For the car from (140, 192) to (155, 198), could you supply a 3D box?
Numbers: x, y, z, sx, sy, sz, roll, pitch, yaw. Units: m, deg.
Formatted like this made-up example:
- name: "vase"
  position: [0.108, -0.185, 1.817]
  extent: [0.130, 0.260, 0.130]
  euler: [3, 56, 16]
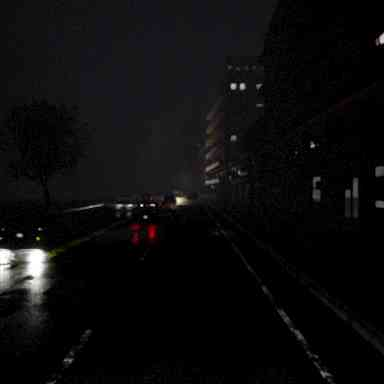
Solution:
- name: "car"
  position: [-6.760, 0.908, 50.503]
  extent: [2.097, 1.767, 4.553]
  euler: [0, 1, -1]

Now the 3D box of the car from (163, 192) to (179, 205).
- name: "car"
  position: [-3.305, 1.097, 48.801]
  extent: [1.812, 1.442, 4.674]
  euler: [0, 0, -1]

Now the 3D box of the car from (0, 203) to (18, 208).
- name: "car"
  position: [-9.799, 1.359, 16.388]
  extent: [1.837, 1.490, 4.892]
  euler: [0, 0, 0]

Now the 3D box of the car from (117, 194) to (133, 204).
- name: "car"
  position: [-10.002, 1.082, 50.377]
  extent: [1.812, 1.442, 4.674]
  euler: [0, 0, -1]

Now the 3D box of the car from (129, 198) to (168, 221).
- name: "car"
  position: [-3.140, 1.381, 24.695]
  extent: [1.895, 1.301, 4.718]
  euler: [0, 1, 0]

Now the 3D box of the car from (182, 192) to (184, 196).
- name: "car"
  position: [-0.737, 0.823, 82.191]
  extent: [1.812, 1.442, 4.674]
  euler: [0, 0, -4]

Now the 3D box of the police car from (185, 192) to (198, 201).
- name: "police car"
  position: [0.229, 0.853, 66.190]
  extent: [1.930, 1.638, 5.238]
  euler: [0, 0, -3]

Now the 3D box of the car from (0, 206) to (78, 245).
- name: "car"
  position: [-6.561, 1.432, 14.639]
  extent: [1.994, 1.385, 4.181]
  euler: [0, 1, 0]
